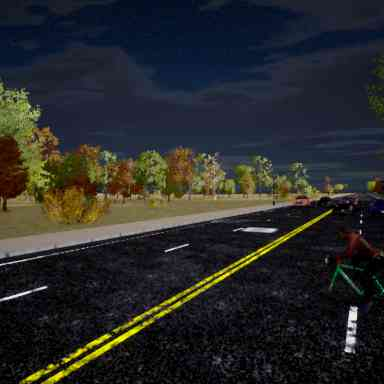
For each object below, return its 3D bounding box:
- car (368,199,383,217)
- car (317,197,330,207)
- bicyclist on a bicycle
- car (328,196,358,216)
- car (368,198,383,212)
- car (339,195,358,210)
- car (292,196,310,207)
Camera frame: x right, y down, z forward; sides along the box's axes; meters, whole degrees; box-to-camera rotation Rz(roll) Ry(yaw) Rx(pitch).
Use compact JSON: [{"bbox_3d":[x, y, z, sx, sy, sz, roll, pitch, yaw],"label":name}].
[{"bbox_3d":[17.547,1.525,30.731,1.812,1.442,4.674,0,0,28],"label":"car"},{"bbox_3d":[20.066,1.501,50.067,1.837,1.490,4.892,0,0,27],"label":"car"},{"bbox_3d":[3.106,1.453,6.306,1.656,1.620,0.582,-2,-1,27],"label":"bicyclist on a bicycle"},{"bbox_3d":[15.078,1.491,32.904,2.128,1.511,4.902,0,0,27],"label":"car"},{"bbox_3d":[22.503,1.545,40.314,2.033,1.411,5.357,0,0,28],"label":"car"},{"bbox_3d":[20.641,1.350,43.686,2.097,1.767,4.553,0,0,27],"label":"car"},{"bbox_3d":[16.522,1.349,50.288,2.097,1.767,4.553,0,0,27],"label":"car"}]
